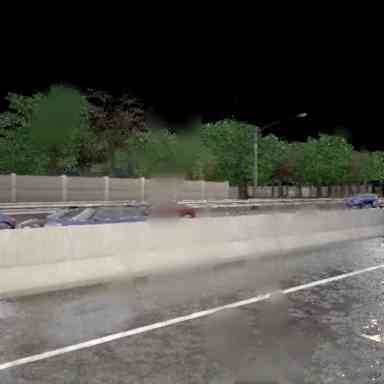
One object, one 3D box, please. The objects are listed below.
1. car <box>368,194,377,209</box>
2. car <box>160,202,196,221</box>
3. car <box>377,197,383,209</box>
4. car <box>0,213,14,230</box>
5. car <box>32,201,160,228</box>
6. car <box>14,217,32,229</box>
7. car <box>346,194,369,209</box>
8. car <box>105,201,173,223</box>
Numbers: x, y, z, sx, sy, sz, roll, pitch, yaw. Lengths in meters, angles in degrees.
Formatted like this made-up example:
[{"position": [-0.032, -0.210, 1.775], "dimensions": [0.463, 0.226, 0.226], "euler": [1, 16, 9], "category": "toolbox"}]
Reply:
[{"position": [25.582, 1.410, 43.418], "dimensions": [4.553, 1.767, 2.097], "euler": [0, 0, -35], "category": "car"}, {"position": [-2.056, 1.483, 23.992], "dimensions": [5.008, 1.535, 1.882], "euler": [0, 0, -35], "category": "car"}, {"position": [7.653, 1.227, 9.184], "dimensions": [5.566, 2.045, 2.150], "euler": [0, 0, -35], "category": "car"}, {"position": [-11.444, 1.564, 17.204], "dimensions": [4.181, 1.385, 1.994], "euler": [0, 0, -35], "category": "car"}, {"position": [-3.971, 1.353, 14.048], "dimensions": [4.553, 1.767, 2.097], "euler": [0, 0, -35], "category": "car"}, {"position": [-6.033, 1.506, 16.878], "dimensions": [4.892, 1.490, 1.837], "euler": [0, 0, -35], "category": "car"}, {"position": [23.824, 1.282, 46.454], "dimensions": [5.566, 2.045, 2.150], "euler": [0, 0, -35], "category": "car"}, {"position": [-4.170, 1.497, 26.558], "dimensions": [4.902, 1.511, 2.128], "euler": [0, 0, -37], "category": "car"}]
